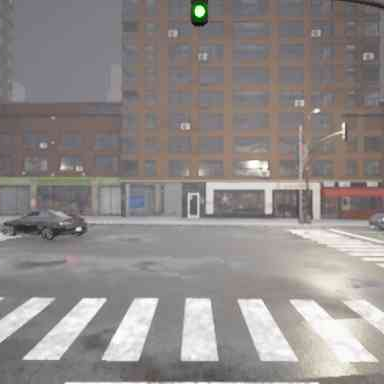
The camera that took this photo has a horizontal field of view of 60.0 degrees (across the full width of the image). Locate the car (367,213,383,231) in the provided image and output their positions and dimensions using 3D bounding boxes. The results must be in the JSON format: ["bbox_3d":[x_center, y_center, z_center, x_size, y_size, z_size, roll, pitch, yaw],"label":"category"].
[{"bbox_3d":[13.465,1.607,20.668,4.553,1.767,2.097,0,-1,0],"label":"car"}]

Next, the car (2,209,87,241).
[{"bbox_3d":[-7.311,1.555,16.525,4.674,1.442,1.812,0,-2,28],"label":"car"}]
